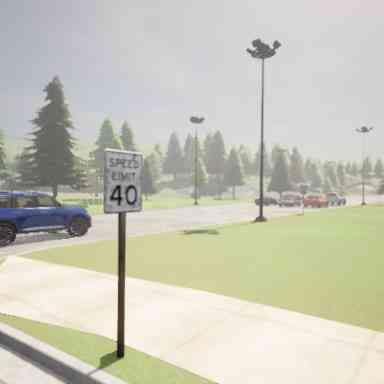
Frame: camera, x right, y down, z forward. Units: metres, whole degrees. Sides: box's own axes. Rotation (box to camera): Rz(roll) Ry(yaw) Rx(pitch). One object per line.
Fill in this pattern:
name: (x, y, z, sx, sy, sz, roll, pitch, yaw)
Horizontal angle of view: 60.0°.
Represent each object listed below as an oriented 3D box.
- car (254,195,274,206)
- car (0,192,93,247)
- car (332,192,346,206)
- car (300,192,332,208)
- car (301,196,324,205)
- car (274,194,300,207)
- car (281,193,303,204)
car: (10.811, 1.237, 48.454, 2.128, 1.511, 4.902, 1, 1, 38)
car: (-7.025, 1.036, 14.332, 2.150, 2.045, 5.566, -1, -1, 35)
car: (22.649, 1.066, 52.516, 2.150, 2.045, 5.566, 1, 1, 37)
car: (16.660, 1.192, 44.569, 2.097, 1.767, 4.553, 1, 1, 38)
car: (19.843, 1.345, 54.615, 2.033, 1.411, 5.357, 1, 1, 37)
car: (13.626, 1.394, 46.373, 1.895, 1.301, 4.718, 1, 1, 38)
car: (17.043, 1.103, 56.711, 2.097, 1.767, 4.553, 1, 1, 37)
